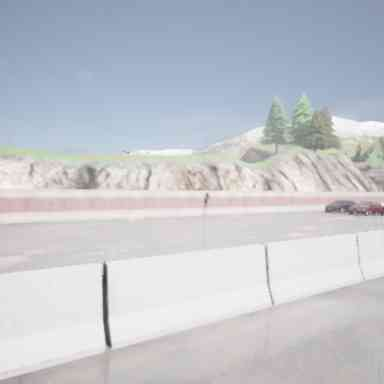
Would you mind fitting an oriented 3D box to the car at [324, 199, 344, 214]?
[{"bbox_3d":[16.742,1.606,36.994,4.892,1.490,1.837,0,0,-35],"label":"car"}]

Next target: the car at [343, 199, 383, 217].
[{"bbox_3d":[17.522,1.632,33.263,4.674,1.442,1.812,1,0,-35],"label":"car"}]
